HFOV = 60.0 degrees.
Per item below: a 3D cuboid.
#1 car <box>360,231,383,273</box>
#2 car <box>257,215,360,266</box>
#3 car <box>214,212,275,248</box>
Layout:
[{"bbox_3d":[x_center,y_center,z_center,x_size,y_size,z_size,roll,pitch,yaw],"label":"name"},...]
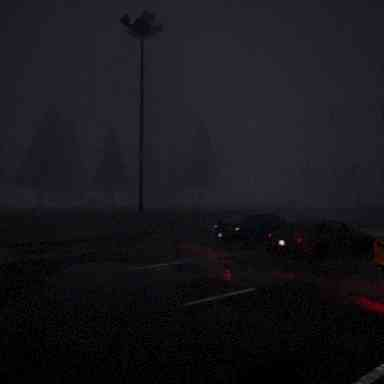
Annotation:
[{"bbox_3d":[7.243,1.577,9.397,5.008,1.535,1.882,0,0,-30],"label":"car"},{"bbox_3d":[4.697,1.659,11.971,4.181,1.385,1.994,0,0,-30],"label":"car"},{"bbox_3d":[3.184,1.624,15.139,4.674,1.442,1.812,0,0,-30],"label":"car"}]
